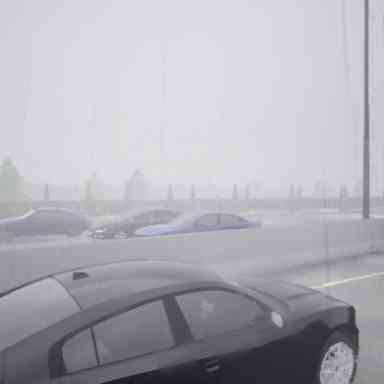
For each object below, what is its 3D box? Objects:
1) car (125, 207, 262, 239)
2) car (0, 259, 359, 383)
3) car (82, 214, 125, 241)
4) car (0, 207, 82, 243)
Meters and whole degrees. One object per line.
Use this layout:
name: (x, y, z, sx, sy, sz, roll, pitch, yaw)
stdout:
car: (0.337, 1.433, 12.244, 5.008, 1.535, 1.882, 0, 0, -31)
car: (-0.297, 1.466, 3.391, 5.008, 1.535, 1.882, 0, 0, -34)
car: (-2.096, 1.455, 14.858, 4.892, 1.490, 1.837, 0, 0, -31)
car: (-7.144, 1.479, 15.807, 4.674, 1.442, 1.812, 0, 0, -33)
